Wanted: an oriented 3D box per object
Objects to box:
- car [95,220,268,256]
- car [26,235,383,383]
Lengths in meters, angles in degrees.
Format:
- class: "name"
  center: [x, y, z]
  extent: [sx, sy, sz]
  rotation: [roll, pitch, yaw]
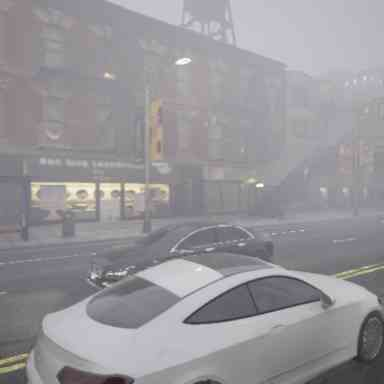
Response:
- class: "car"
  center: [-0.046, 1.496, 8.230]
  extent: [4.892, 1.490, 1.837]
  rotation: [0, 0, -35]
- class: "car"
  center: [0.557, 1.521, 4.125]
  extent: [4.674, 1.442, 1.812]
  rotation: [0, 0, -36]
